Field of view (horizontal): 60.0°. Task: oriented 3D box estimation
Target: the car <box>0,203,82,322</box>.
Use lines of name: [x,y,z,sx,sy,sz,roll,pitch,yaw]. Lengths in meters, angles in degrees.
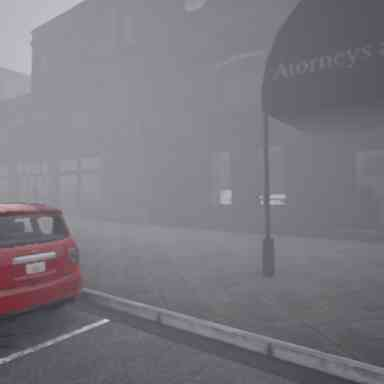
car: [-4.517,1.232,6.542,5.566,2.045,2.435,0,0,36]
